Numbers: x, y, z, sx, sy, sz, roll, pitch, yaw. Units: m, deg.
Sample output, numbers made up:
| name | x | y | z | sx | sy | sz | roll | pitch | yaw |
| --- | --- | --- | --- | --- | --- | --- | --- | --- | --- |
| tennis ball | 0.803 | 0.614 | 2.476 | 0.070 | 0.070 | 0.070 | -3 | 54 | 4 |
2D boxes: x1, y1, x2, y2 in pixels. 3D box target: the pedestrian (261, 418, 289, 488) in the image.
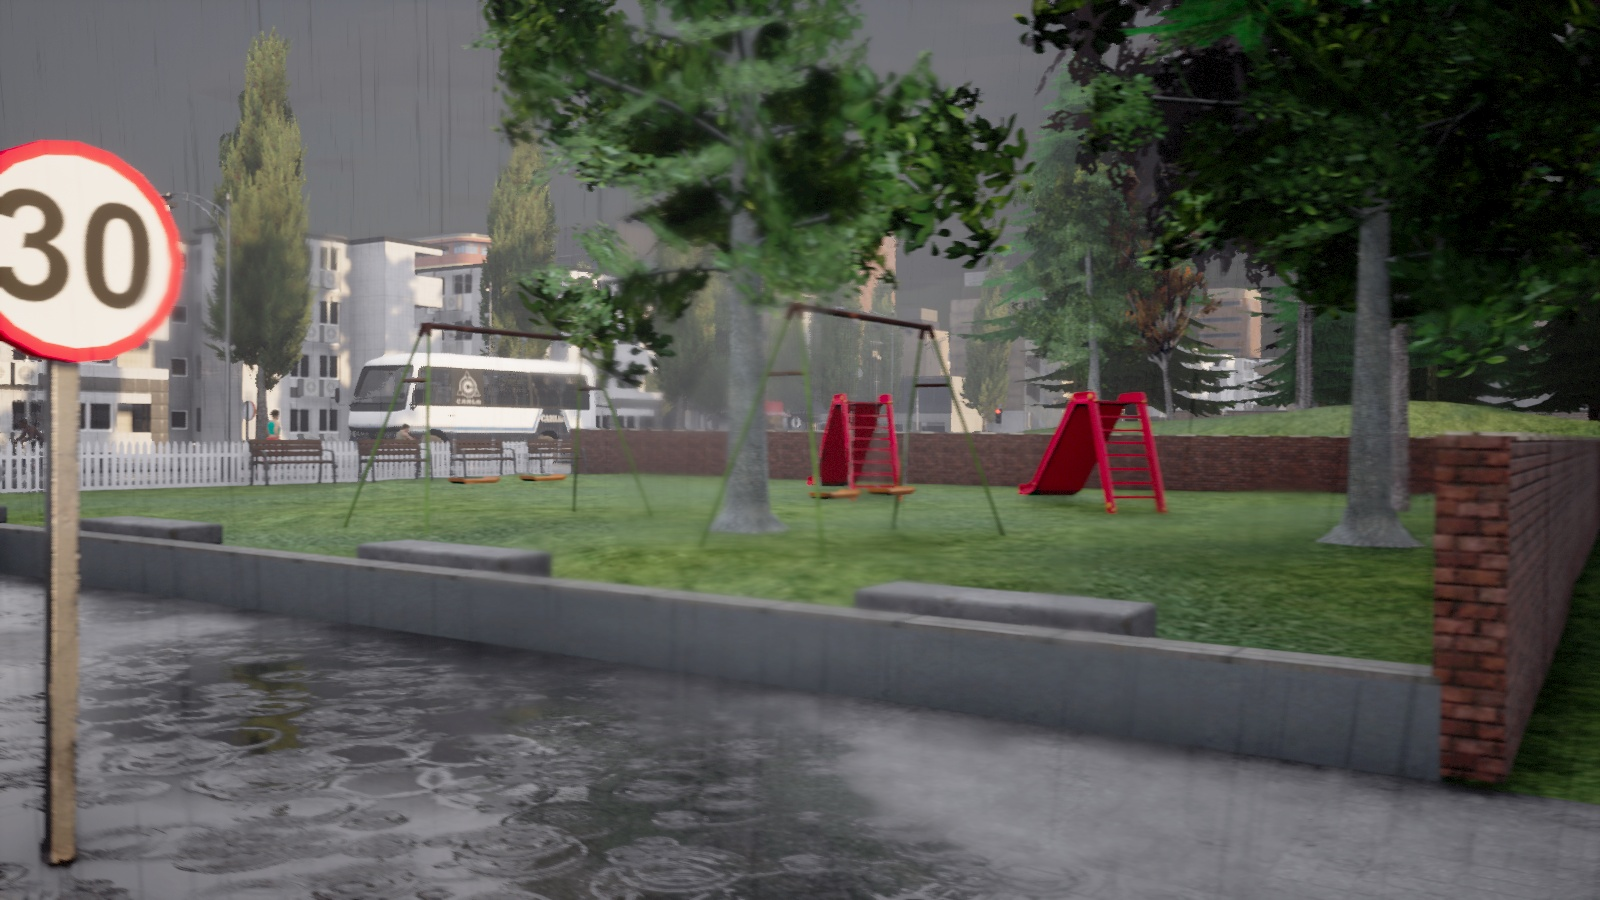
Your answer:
| name | x | y | z | sx | sy | sz | roll | pitch | yaw |
| --- | --- | --- | --- | --- | --- | --- | --- | --- | --- |
| pedestrian | -13.731 | 0.075 | 32.853 | 0.345 | 1.836 | 0.594 | 0 | 1 | 20 |

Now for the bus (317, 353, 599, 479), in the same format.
| name | x | y | z | sx | sy | sz | roll | pitch | yaw |
| --- | --- | --- | --- | --- | --- | --- | --- | --- | --- |
| bus | -12.676 | -1.237 | 47.925 | 3.944 | 4.253 | 10.273 | 0 | 1 | 34 |
